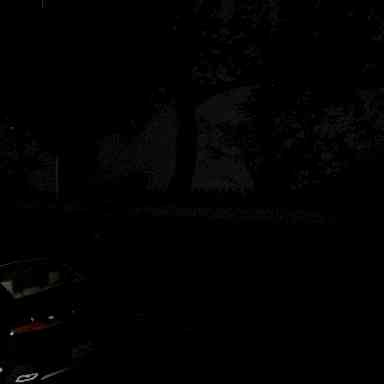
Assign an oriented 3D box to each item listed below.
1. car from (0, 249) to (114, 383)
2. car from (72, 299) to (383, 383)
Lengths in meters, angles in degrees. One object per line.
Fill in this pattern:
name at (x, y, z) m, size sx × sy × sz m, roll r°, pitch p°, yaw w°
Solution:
car at (-3.015, 1.562, 5.059) m, size 4.403 × 1.369 × 2.008 m, roll 0°, pitch 0°, yaw 36°
car at (1.565, 1.544, 1.779) m, size 4.507 × 1.381 × 1.887 m, roll 0°, pitch 0°, yaw 36°
